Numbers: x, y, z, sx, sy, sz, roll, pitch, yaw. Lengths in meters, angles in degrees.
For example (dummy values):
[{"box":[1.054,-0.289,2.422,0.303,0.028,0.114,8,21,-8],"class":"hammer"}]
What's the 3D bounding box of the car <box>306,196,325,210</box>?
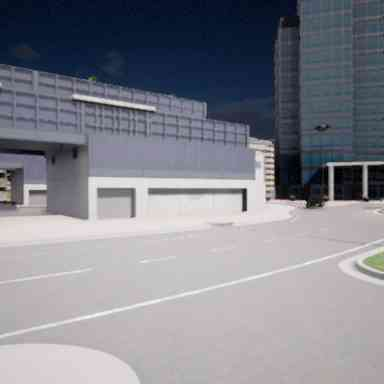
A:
[{"box":[14.944,1.304,40.381,1.837,1.490,4.892,2,1,17],"class":"car"}]
